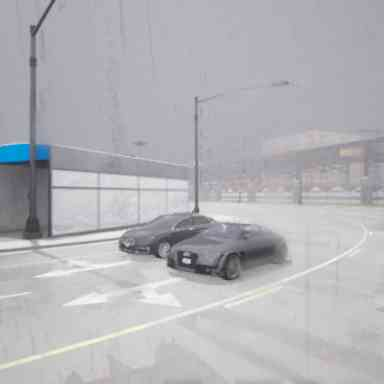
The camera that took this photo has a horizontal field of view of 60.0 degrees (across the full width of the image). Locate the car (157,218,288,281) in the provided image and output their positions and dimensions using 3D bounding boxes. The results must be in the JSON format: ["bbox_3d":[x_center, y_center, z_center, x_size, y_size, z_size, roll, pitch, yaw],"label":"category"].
[{"bbox_3d":[1.232,1.648,10.251,1.994,1.385,4.181,-1,-1,44],"label":"car"}]

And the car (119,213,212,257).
[{"bbox_3d":[-0.625,1.620,13.327,1.837,1.490,4.892,-1,-1,42],"label":"car"}]
